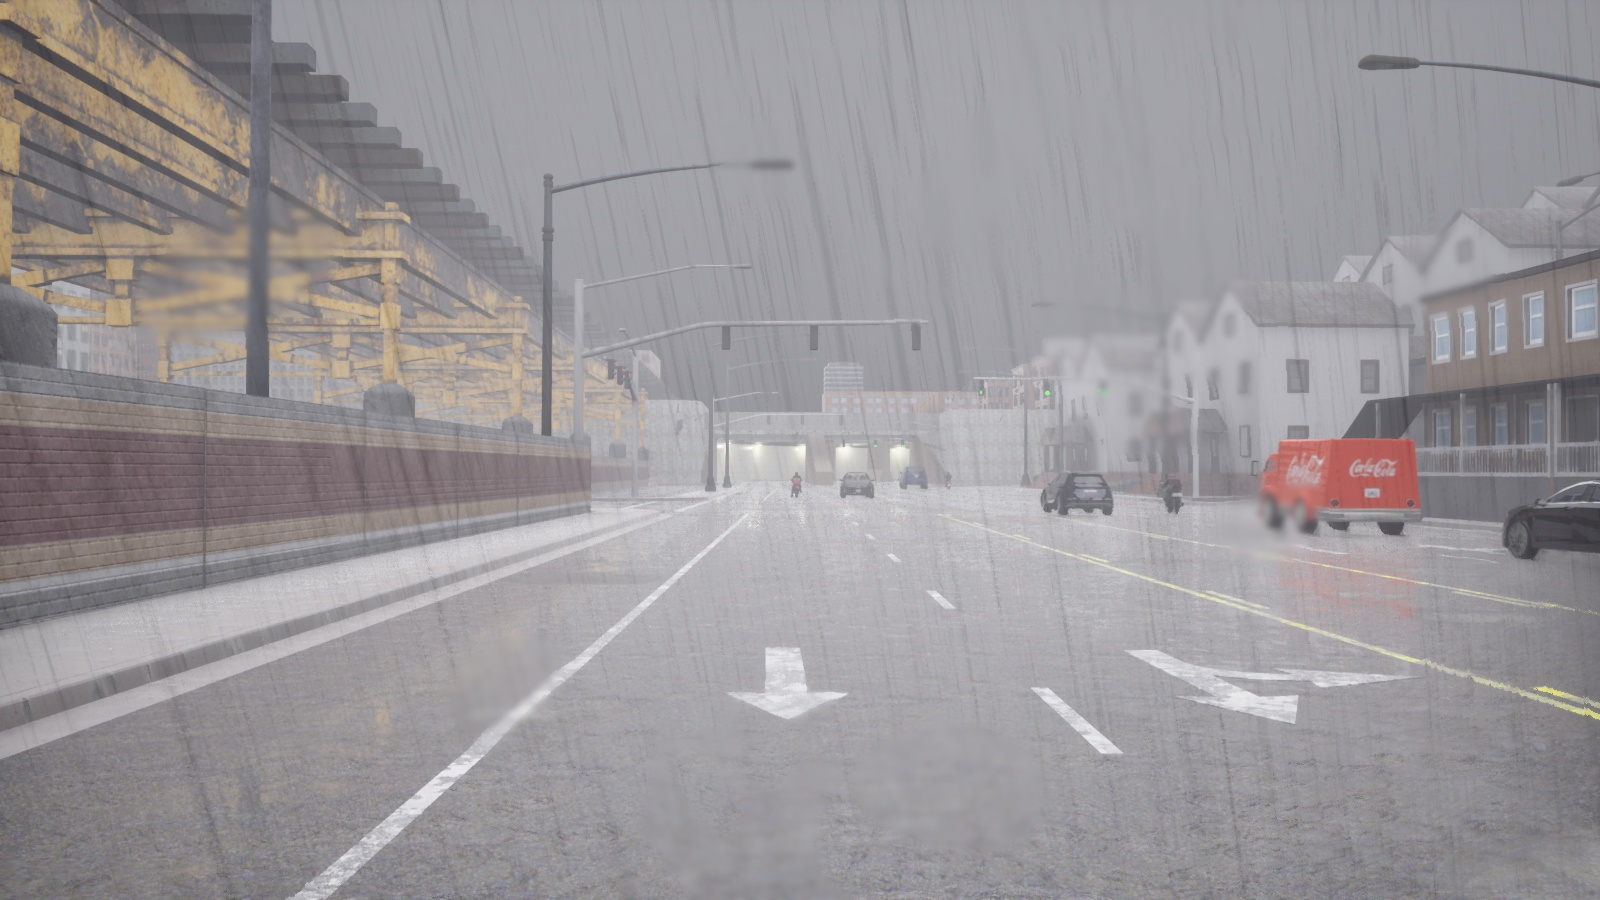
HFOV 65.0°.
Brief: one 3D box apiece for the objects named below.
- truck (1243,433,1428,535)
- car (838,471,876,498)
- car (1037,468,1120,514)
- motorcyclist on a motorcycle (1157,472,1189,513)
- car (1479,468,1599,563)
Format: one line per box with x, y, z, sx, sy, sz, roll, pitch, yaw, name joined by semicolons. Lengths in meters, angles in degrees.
13.919;0.835;33.079;2.627;2.467;5.204;0;0;0;truck
3.323;1.983;73.710;2.007;1.525;4.514;0;-1;0;car
10.387;1.494;47.224;2.033;1.649;4.856;0;-1;0;car
14.217;1.594;47.860;0.866;1.530;2.191;0;-1;9;motorcyclist on a motorcycle
13.951;1.074;21.368;2.128;1.511;4.902;0;-1;0;car
